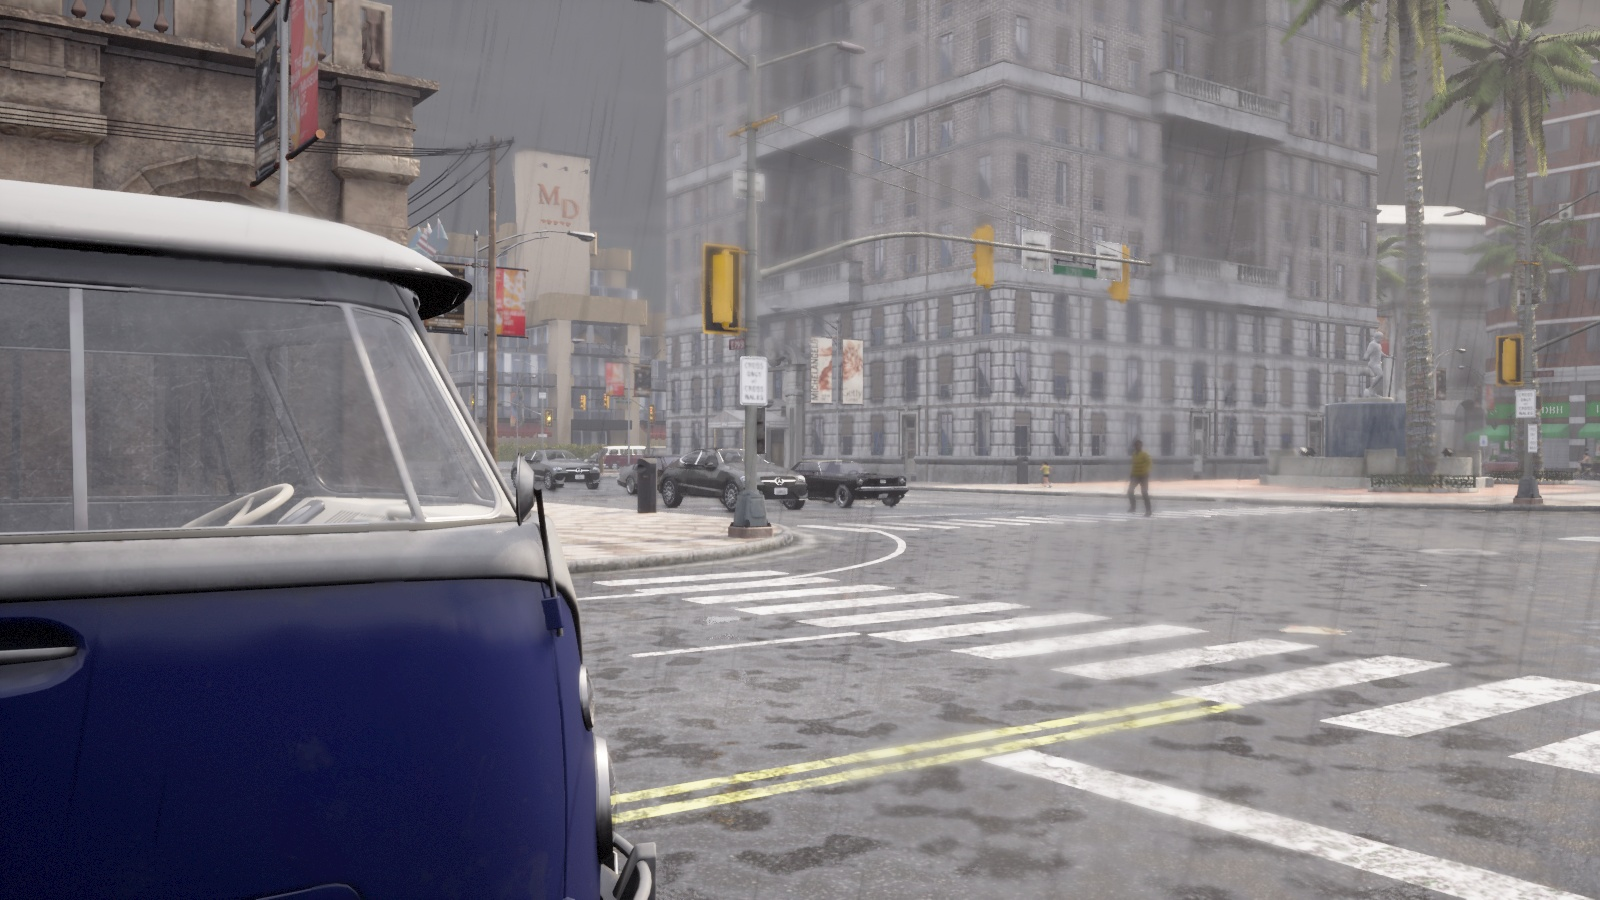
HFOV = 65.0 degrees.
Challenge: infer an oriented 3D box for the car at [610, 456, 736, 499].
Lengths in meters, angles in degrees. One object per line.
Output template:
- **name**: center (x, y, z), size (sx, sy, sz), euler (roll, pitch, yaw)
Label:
- **car**: center (-4.522, 0.909, 43.887), size (2.033, 1.411, 5.357), euler (0, 0, -35)

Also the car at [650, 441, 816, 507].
- **car**: center (-1.910, 0.611, 34.029), size (2.152, 1.651, 5.027), euler (0, 0, -35)

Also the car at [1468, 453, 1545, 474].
- **car**: center (48.633, 0.917, 86.499), size (1.994, 1.385, 4.181), euler (0, 0, -30)

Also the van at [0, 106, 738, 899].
- **van**: center (-2.452, 0.508, 1.947), size (4.442, 1.987, 1.775), euler (0, 0, -35)

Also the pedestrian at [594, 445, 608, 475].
- **pedestrian**: center (-12.392, 0.619, 78.180), size (0.694, 1.848, 0.540), euler (0, 0, -43)

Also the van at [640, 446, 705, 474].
- **van**: center (-9.373, 0.744, 92.422), size (4.442, 1.987, 1.775), euler (0, 0, -36)

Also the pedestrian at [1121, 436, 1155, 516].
- **pedestrian**: center (7.946, 0.604, 29.492), size (0.709, 1.840, 0.431), euler (0, 0, -38)

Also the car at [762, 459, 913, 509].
- **car**: center (0.999, 0.931, 36.006), size (1.895, 1.301, 4.718), euler (0, 0, -35)

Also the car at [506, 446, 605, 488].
- **car**: center (-10.185, 0.672, 51.933), size (2.152, 1.651, 5.027), euler (0, 0, -35)
